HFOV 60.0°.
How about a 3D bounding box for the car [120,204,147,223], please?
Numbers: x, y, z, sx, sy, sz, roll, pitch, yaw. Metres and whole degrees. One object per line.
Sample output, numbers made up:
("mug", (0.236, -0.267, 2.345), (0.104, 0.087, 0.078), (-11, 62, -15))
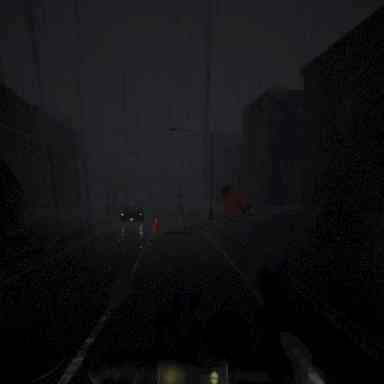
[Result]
("car", (-5.040, 1.922, 28.431), (1.895, 1.301, 4.718), (0, -2, -7))

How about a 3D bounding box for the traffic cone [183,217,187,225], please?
("traffic cone", (-0.527, 2.143, 24.474), (0.340, 0.580, 0.340), (0, -1, -4))

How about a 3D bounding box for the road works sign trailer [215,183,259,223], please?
("road works sign trailer", (3.266, 1.106, 24.254), (2.380, 2.880, 3.560), (44, 21, 22))

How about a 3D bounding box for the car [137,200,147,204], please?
("car", (-10.141, 2.356, 68.380), (1.837, 1.490, 4.892), (0, 1, -7))

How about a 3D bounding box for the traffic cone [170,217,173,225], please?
("traffic cone", (-1.523, 2.147, 24.395), (0.340, 0.580, 0.340), (0, -1, -4))

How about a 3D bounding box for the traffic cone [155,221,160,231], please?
("traffic cone", (-2.043, 2.036, 18.331), (0.340, 0.580, 0.340), (0, -1, -5))
